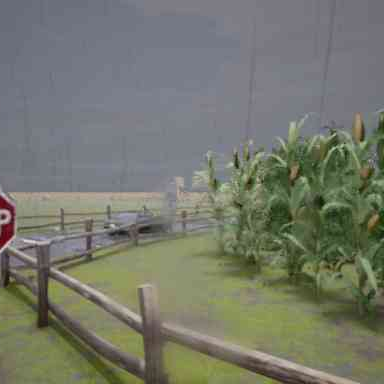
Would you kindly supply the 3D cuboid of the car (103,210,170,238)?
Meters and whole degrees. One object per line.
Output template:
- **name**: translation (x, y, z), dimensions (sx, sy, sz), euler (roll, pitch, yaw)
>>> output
- **car**: translation (-2.966, 1.725, 18.817), dimensions (1.994, 1.385, 4.181), euler (0, 0, 35)
